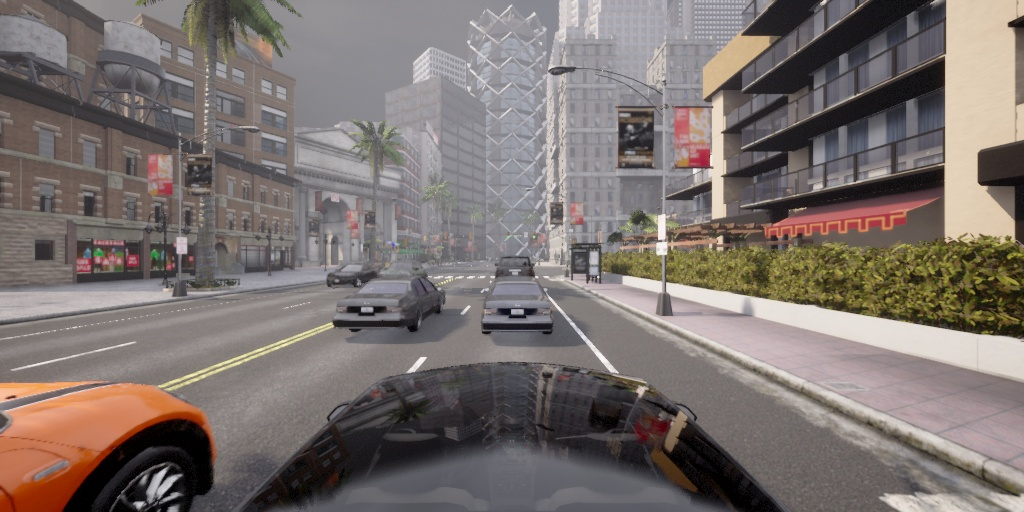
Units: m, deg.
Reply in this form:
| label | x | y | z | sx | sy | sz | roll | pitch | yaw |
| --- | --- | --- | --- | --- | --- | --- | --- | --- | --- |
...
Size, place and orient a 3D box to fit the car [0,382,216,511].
| label | x | y | z | sx | sy | sz | roll | pitch | yaw |
| --- | --- | --- | --- | --- | --- | --- | --- | --- | --- |
| car | -3.299 | 1.103 | 0.846 | 2.097 | 1.767 | 4.553 | 0 | 0 | -1 |

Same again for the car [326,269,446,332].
| label | x | y | z | sx | sy | sz | roll | pitch | yaw |
| --- | --- | --- | --- | --- | --- | --- | --- | --- | --- |
| car | -3.361 | 1.303 | 10.881 | 2.033 | 1.411 | 5.357 | 0 | 0 | 1 |

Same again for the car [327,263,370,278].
| label | x | y | z | sx | sy | sz | roll | pitch | yaw |
| --- | --- | --- | --- | --- | --- | --- | --- | --- | --- |
| car | -10.443 | 1.240 | 23.961 | 1.882 | 1.535 | 5.008 | 0 | 0 | 1 |

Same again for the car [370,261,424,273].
| label | x | y | z | sx | sy | sz | roll | pitch | yaw |
| --- | --- | --- | --- | --- | --- | --- | --- | --- | --- |
| car | -6.959 | 1.113 | 22.984 | 2.097 | 1.767 | 4.553 | 0 | 0 | 1 |

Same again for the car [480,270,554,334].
| label | x | y | z | sx | sy | sz | roll | pitch | yaw |
| --- | --- | --- | --- | --- | --- | --- | --- | --- | --- |
| car | 0.131 | 1.303 | 10.559 | 2.033 | 1.411 | 5.357 | 0 | 0 | 0 |

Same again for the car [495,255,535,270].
| label | x | y | z | sx | sy | sz | roll | pitch | yaw |
| --- | --- | --- | --- | --- | --- | --- | --- | --- | --- |
| car | 0.169 | 0.983 | 20.859 | 2.150 | 2.045 | 5.566 | 0 | 0 | 0 |
